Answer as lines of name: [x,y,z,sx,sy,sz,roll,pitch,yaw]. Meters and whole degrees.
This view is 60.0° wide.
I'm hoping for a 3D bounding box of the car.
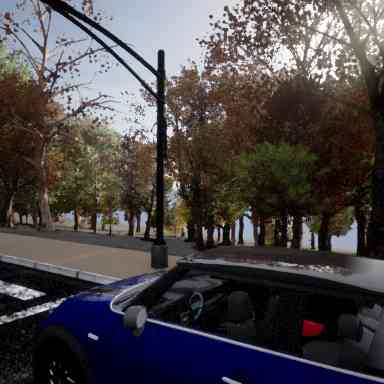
car: [0.432,1.352,3.349,4.553,1.767,2.097,0,0,34]
